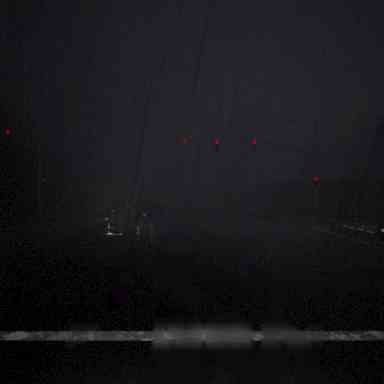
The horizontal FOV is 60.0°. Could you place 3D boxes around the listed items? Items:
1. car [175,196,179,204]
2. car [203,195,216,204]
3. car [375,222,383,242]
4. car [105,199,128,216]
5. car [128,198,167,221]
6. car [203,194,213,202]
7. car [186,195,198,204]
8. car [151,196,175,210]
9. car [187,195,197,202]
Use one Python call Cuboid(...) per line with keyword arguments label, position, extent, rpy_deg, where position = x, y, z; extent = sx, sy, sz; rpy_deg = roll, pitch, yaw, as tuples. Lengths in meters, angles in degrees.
Cuboid(label="car", position=(-3.557, 1.493, 62.180), extent=(2.128, 1.511, 4.902), rpy_deg=(0, 0, 0))
Cuboid(label="car", position=(3.610, 1.547, 64.194), extent=(2.033, 1.411, 5.357), rpy_deg=(0, 0, 0))
Cuboid(label="car", position=(10.057, 1.612, 13.894), extent=(4.181, 1.385, 1.994), rpy_deg=(0, 0, 4))
Cuboid(label="car", position=(-7.098, 1.491, 32.647), extent=(2.128, 1.511, 4.902), rpy_deg=(0, 0, 0))
Cuboid(label="car", position=(-3.599, 1.501, 27.664), extent=(2.128, 1.511, 4.902), rpy_deg=(0, 0, 0))
Cuboid(label="car", position=(3.508, 1.355, 74.416), extent=(2.097, 1.767, 4.553), rpy_deg=(0, 0, 0))
Cuboid(label="car", position=(0.005, 1.505, 63.727), extent=(1.837, 1.490, 4.892), rpy_deg=(0, 0, 0))
Cuboid(label="car", position=(-3.596, 1.547, 42.166), extent=(2.033, 1.411, 5.357), rpy_deg=(0, 0, 0))
Cuboid(label="car", position=(0.005, 1.413, 73.837), extent=(1.994, 1.385, 4.181), rpy_deg=(0, 0, 0))
